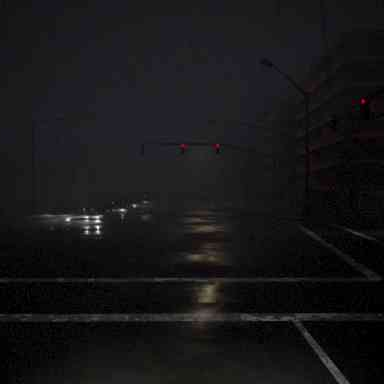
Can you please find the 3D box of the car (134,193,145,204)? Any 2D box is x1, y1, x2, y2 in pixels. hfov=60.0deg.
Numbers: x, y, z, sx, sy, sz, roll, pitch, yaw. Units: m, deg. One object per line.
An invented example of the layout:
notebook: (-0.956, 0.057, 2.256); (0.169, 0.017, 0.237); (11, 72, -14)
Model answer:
car: (-9.274, 1.132, 52.978); (2.033, 1.411, 5.357); (0, 1, 1)

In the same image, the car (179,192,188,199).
car: (-1.887, 0.742, 75.821); (2.033, 1.411, 5.357); (0, 1, 1)

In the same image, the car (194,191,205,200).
car: (1.581, 0.855, 65.439); (2.128, 1.511, 4.902); (0, 1, 1)

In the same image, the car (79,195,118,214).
car: (-9.515, 1.369, 34.292); (2.128, 1.511, 4.902); (0, 1, 1)

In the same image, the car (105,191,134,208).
car: (-9.397, 1.106, 43.333); (2.097, 1.767, 4.553); (0, 1, 1)

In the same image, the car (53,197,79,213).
car: (-13.003, 1.346, 35.359); (1.882, 1.535, 5.008); (0, 1, 1)

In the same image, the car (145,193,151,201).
car: (-9.086, 0.948, 63.513); (2.033, 1.411, 5.357); (0, 1, 1)

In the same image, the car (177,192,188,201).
car: (-1.926, 0.917, 65.170); (2.033, 1.411, 5.357); (0, 1, 1)

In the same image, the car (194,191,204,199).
car: (1.613, 0.556, 75.829); (2.097, 1.767, 4.553); (0, 1, 1)
